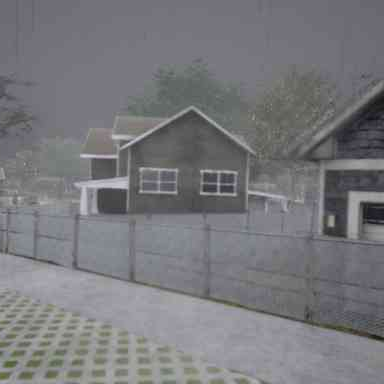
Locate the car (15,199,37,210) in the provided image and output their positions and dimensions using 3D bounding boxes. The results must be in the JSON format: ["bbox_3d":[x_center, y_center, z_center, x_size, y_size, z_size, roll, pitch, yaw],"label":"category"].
[{"bbox_3d":[-24.189,1.742,48.595,2.128,1.511,4.902,2,-1,-7],"label":"car"}]
